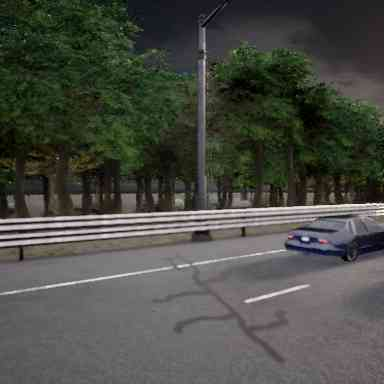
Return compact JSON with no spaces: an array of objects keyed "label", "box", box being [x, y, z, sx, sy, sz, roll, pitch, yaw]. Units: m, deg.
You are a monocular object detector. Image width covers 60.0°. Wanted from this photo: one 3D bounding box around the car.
[{"label":"car","box":[5.663,1.548,12.081,5.357,1.411,2.033,0,0,-36]}]
